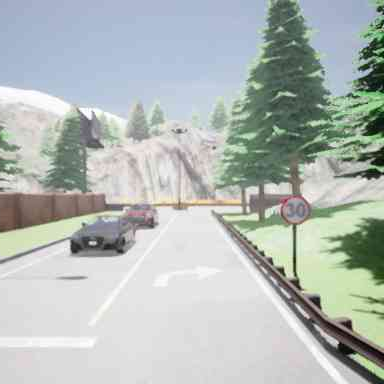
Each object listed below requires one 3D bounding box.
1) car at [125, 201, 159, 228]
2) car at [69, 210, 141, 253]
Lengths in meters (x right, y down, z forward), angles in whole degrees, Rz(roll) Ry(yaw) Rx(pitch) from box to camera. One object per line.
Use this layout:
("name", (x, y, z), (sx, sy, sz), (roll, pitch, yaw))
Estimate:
("car", (-3.595, 1.552, 23.771), (2.097, 1.767, 4.553), (0, 0, 0))
("car", (-3.605, 1.685, 14.080), (1.994, 1.385, 4.181), (0, 0, 0))
